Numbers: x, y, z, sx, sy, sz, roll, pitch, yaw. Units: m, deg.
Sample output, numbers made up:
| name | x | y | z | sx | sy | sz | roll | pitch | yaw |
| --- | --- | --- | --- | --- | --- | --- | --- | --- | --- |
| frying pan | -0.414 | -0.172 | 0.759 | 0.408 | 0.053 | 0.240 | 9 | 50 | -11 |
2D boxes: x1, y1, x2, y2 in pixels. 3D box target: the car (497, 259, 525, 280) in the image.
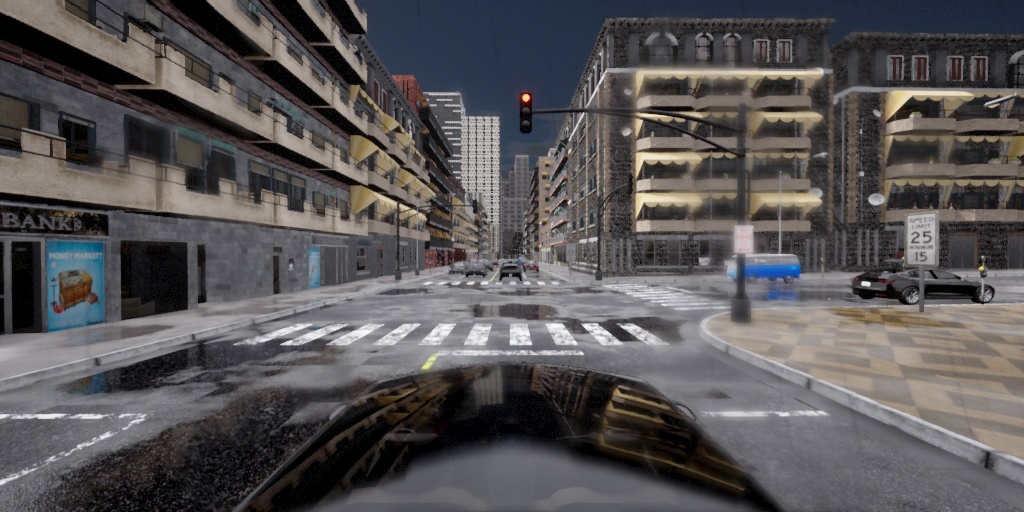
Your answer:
| name | x | y | z | sx | sy | sz | roll | pitch | yaw |
| --- | --- | --- | --- | --- | --- | --- | --- | --- | --- |
| car | -0.118 | 1.256 | 31.214 | 1.837 | 1.490 | 4.892 | 0 | 0 | 0 |

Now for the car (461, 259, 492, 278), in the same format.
| name | x | y | z | sx | sy | sz | roll | pitch | yaw |
| --- | --- | --- | --- | --- | --- | --- | --- | --- | --- |
| car | -3.340 | 1.300 | 34.536 | 2.033 | 1.411 | 5.357 | 0 | 0 | 0 |

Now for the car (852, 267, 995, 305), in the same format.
| name | x | y | z | sx | sy | sz | roll | pitch | yaw |
| --- | --- | --- | --- | --- | --- | --- | --- | --- | --- |
| car | 15.686 | 1.077 | 13.836 | 4.313 | 1.339 | 1.948 | 0 | 0 | -1 |

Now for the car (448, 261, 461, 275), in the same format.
| name | x | y | z | sx | sy | sz | roll | pitch | yaw |
| --- | --- | --- | --- | --- | --- | --- | --- | --- | --- |
| car | -5.975 | 1.305 | 39.937 | 2.007 | 1.370 | 4.403 | 0 | 0 | 0 |

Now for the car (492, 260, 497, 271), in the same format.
| name | x | y | z | sx | sy | sz | roll | pitch | yaw |
| --- | --- | --- | --- | --- | --- | --- | --- | --- | --- |
| car | -3.440 | 1.306 | 47.790 | 2.033 | 1.411 | 5.357 | 0 | 0 | 0 |

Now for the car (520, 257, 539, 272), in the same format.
| name | x | y | z | sx | sy | sz | roll | pitch | yaw |
| --- | --- | --- | --- | --- | --- | --- | --- | --- | --- |
| car | 2.364 | 1.198 | 45.522 | 1.967 | 1.591 | 4.097 | 0 | 0 | 0 |

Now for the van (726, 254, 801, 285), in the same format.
| name | x | y | z | sx | sy | sz | roll | pitch | yaw |
| --- | --- | --- | --- | --- | --- | --- | --- | --- | --- |
| van | 15.505 | 0.783 | 22.214 | 3.998 | 1.789 | 1.690 | 0 | 0 | -1 |
